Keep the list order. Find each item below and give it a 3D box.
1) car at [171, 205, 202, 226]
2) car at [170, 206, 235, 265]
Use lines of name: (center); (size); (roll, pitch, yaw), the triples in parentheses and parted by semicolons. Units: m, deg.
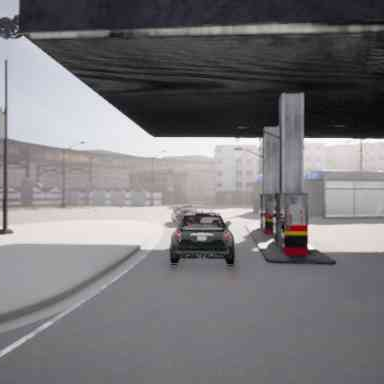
car: (-0.545, 1.850, 27.491); (1.812, 1.442, 4.674); (0, 0, -10)
car: (0.413, 1.501, 12.508); (2.097, 1.767, 4.553); (0, -1, 3)
